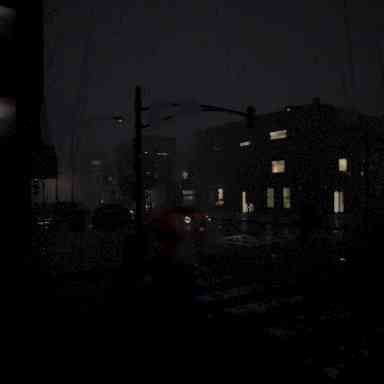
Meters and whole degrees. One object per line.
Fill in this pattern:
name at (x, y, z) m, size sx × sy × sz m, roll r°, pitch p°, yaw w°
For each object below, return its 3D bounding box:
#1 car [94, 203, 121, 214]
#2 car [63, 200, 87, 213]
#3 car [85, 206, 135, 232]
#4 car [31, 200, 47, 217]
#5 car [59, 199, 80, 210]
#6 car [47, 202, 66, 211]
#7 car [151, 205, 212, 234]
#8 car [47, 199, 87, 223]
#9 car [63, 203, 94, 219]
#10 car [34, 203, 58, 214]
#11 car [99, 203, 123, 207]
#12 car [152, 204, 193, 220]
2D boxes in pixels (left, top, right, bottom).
car at (-11.575, 2.194, 45.601) m, size 2.008 × 1.369 × 4.403 m, roll -2°, pitch 0°, yaw -37°
car at (-17.121, 2.107, 48.625) m, size 2.097 × 1.767 × 4.553 m, roll -1°, pitch -1°, yaw -36°
car at (-5.620, 1.949, 23.357) m, size 1.947 × 1.339 × 4.313 m, roll -2°, pitch 0°, yaw -37°
car at (-18.325, 2.155, 40.590) m, size 1.967 × 1.590 × 4.097 m, roll -2°, pitch 0°, yaw -37°
car at (-21.954, 2.227, 59.493) m, size 2.192 × 1.841 × 5.009 m, roll -2°, pitch 0°, yaw -37°
car at (-23.160, 2.437, 56.638) m, size 1.812 × 1.442 × 4.674 m, roll -1°, pitch -1°, yaw -37°
car at (-0.757, 1.642, 21.421) m, size 2.097 × 1.767 × 4.553 m, roll -1°, pitch -1°, yaw -37°
car at (-11.785, 1.859, 31.663) m, size 2.192 × 1.841 × 5.009 m, roll -2°, pitch 0°, yaw -37°
car at (-13.063, 2.088, 37.922) m, size 1.882 × 1.535 × 5.008 m, roll -1°, pitch -1°, yaw -37°
car at (-22.080, 2.397, 50.171) m, size 2.033 × 1.411 × 5.357 m, roll -1°, pitch -1°, yaw -37°
car at (-6.905, 1.802, 29.649) m, size 2.097 × 1.767 × 4.553 m, roll -1°, pitch -1°, yaw -37°
car at (-1.998, 1.946, 32.951) m, size 2.008 × 1.369 × 4.403 m, roll -2°, pitch 0°, yaw -37°
